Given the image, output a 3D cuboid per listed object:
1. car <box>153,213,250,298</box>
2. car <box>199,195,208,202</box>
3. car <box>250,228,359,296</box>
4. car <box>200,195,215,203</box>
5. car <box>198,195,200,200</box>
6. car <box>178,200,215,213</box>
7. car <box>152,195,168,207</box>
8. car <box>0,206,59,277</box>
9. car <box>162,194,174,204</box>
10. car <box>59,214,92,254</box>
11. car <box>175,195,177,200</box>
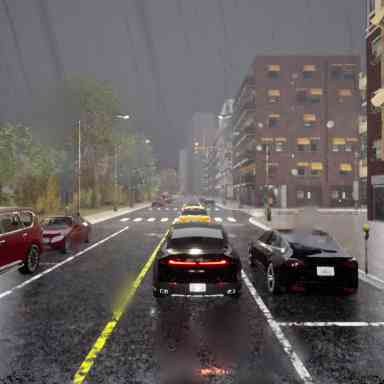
[{"bbox_3d":[0.114,1.507,8.526,1.837,1.490,4.892,0,0,0],"label":"car"},{"bbox_3d":[2.714,1.492,80.743,1.967,1.590,4.097,1,0,0],"label":"car"},{"bbox_3d":[2.587,1.568,8.510,1.947,1.339,4.313,1,0,0],"label":"car"},{"bbox_3d":[2.664,1.574,52.327,2.008,1.369,4.403,1,0,0],"label":"car"},{"bbox_3d":[2.693,1.621,69.376,1.802,1.307,4.206,1,0,0],"label":"car"},{"bbox_3d":[0.132,1.461,19.060,1.801,1.575,5.366,0,0,0],"label":"car"},{"bbox_3d":[-5.218,1.568,51.537,1.887,1.381,4.507,1,0,0],"label":"car"},{"bbox_3d":[-5.292,1.317,7.767,2.192,1.841,5.009,1,0,0],"label":"car"},{"bbox_3d":[-5.196,1.348,62.889,2.192,1.841,5.009,1,0,0],"label":"car"},{"bbox_3d":[-5.285,1.585,13.422,1.802,1.307,4.206,1,0,0],"label":"car"},{"bbox_3d":[-5.159,1.609,85.593,2.008,1.369,4.403,1,0,0],"label":"car"}]
